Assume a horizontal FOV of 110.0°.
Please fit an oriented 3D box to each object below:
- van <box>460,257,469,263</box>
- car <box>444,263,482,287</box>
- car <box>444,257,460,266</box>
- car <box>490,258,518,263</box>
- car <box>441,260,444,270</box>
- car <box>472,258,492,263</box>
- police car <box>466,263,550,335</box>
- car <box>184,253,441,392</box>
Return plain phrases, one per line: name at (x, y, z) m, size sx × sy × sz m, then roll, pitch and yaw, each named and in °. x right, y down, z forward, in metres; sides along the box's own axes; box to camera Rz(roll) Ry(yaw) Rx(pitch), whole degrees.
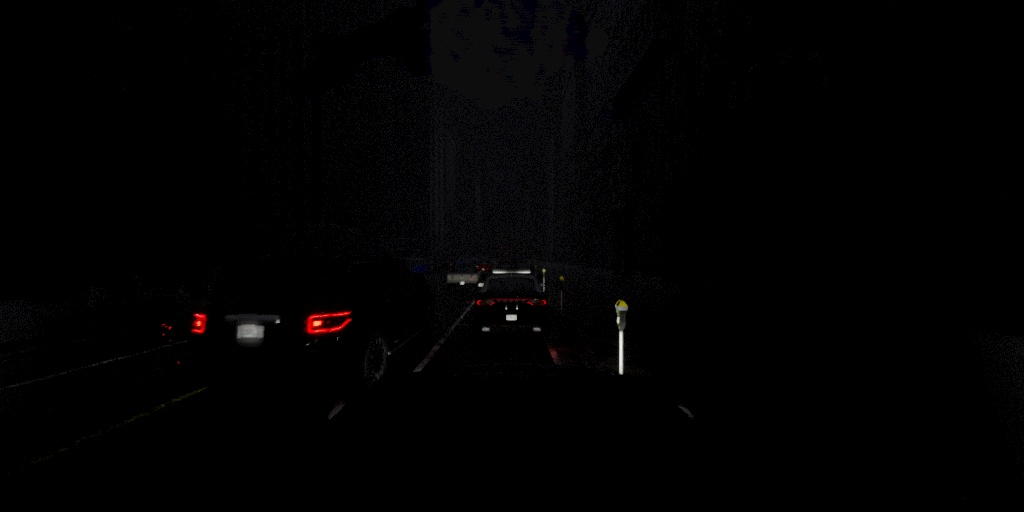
van at (-8.908, 1.089, 61.014) m, size 1.690 × 1.789 × 3.998 m, roll 0°, pitch 0°, yaw 0°
car at (-3.045, 1.350, 24.143) m, size 1.895 × 1.301 × 4.718 m, roll 0°, pitch 0°, yaw 0°
car at (-8.908, 1.188, 49.741) m, size 1.967 × 1.591 × 4.097 m, roll 0°, pitch 0°, yaw 0°
car at (-0.383, 1.188, 27.203) m, size 1.967 × 1.591 × 4.097 m, roll 0°, pitch 0°, yaw 0°
car at (-8.908, 1.188, 38.467) m, size 1.967 × 1.591 × 4.097 m, roll 0°, pitch 0°, yaw 0°
car at (-3.145, 1.274, 41.230) m, size 1.812 × 1.442 × 4.674 m, roll 0°, pitch 0°, yaw 0°
police car at (-0.012, 1.174, 10.610) m, size 1.930 × 1.638 × 5.238 m, roll 0°, pitch 0°, yaw 0°
car at (-3.045, 0.972, 6.868) m, size 2.150 × 2.045 × 5.566 m, roll 0°, pitch 0°, yaw 0°
